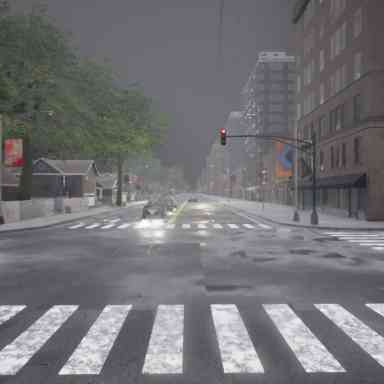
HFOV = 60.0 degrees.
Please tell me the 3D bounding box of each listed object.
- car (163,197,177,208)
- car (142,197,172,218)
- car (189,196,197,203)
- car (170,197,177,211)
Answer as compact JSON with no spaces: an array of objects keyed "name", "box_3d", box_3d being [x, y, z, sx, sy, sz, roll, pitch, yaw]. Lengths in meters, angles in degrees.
[{"name":"car","box_3d":[-3.256,1.554,49.785,1.812,1.442,4.674,0,0,0]},{"name":"car","box_3d":[-3.297,1.504,30.093,2.128,1.511,4.902,0,0,0]},{"name":"car","box_3d":[0.209,1.546,70.222,2.128,1.511,4.902,0,0,0]},{"name":"car","box_3d":[-3.278,1.372,39.828,2.097,1.767,4.553,0,0,0]}]
